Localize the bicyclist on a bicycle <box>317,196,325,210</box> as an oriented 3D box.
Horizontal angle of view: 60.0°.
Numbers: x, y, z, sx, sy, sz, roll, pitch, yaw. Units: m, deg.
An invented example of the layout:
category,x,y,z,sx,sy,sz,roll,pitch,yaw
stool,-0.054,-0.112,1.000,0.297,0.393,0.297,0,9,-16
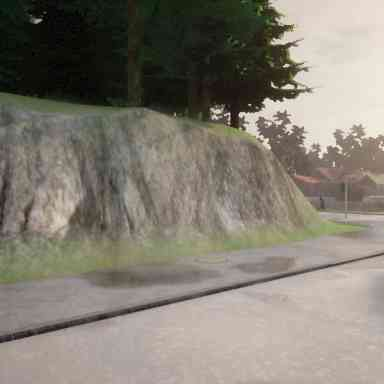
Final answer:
category,x,y,z,sx,sy,sz,roll,pitch,yaw
bicyclist on a bicycle,15.552,1.349,39.986,1.656,1.620,0.582,0,0,-36
